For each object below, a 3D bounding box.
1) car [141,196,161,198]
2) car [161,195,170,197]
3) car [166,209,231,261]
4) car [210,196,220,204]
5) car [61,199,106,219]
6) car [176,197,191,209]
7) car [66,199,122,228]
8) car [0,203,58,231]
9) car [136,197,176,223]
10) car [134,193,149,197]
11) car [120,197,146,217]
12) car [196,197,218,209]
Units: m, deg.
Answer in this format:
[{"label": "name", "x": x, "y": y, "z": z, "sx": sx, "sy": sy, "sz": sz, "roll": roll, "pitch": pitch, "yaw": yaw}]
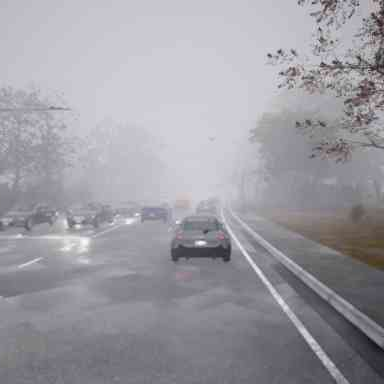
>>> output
[{"label": "car", "x": -5.282, "y": 1.545, "z": 40.347, "sx": 1.895, "sy": 1.301, "sz": 4.718, "roll": 0, "pitch": 0, "yaw": 5}, {"label": "car", "x": -4.288, "y": 1.283, "z": 50.563, "sx": 2.097, "sy": 1.767, "sz": 4.553, "roll": 0, "pitch": 0, "yaw": 5}, {"label": "car", "x": 0.331, "y": 1.548, "z": 12.280, "sx": 1.994, "sy": 1.385, "sz": 4.181, "roll": 0, "pitch": 0, "yaw": 2}, {"label": "car", "x": 4.083, "y": 1.398, "z": 61.085, "sx": 1.882, "sy": 1.535, "sz": 5.008, "roll": 0, "pitch": 0, "yaw": 7}, {"label": "car", "x": -9.580, "y": 1.447, "z": 29.868, "sx": 2.128, "sy": 1.511, "sz": 4.902, "roll": 0, "pitch": 0, "yaw": 4}, {"label": "car", "x": -1.222, "y": 1.418, "z": 44.636, "sx": 1.882, "sy": 1.535, "sz": 5.008, "roll": 0, "pitch": 0, "yaw": 5}, {"label": "car", "x": -6.512, "y": 1.459, "z": 21.895, "sx": 2.128, "sy": 1.511, "sz": 4.902, "roll": 0, "pitch": 0, "yaw": 3}, {"label": "car", "x": -10.072, "y": 1.460, "z": 20.654, "sx": 2.128, "sy": 1.511, "sz": 4.902, "roll": 0, "pitch": 0, "yaw": 3}, {"label": "car", "x": -2.633, "y": 1.442, "z": 25.554, "sx": 1.882, "sy": 1.535, "sz": 5.008, "roll": 0, "pitch": 0, "yaw": 3}, {"label": "car", "x": -7.812, "y": 1.151, "z": 50.493, "sx": 2.150, "sy": 2.045, "sz": 5.566, "roll": 0, "pitch": 0, "yaw": 5}, {"label": "car", "x": -5.994, "y": 1.461, "z": 31.181, "sx": 1.837, "sy": 1.490, "sz": 4.892, "roll": 0, "pitch": 0, "yaw": 4}, {"label": "car", "x": 1.516, "y": 1.517, "z": 35.408, "sx": 1.994, "sy": 1.385, "sz": 4.181, "roll": 0, "pitch": 0, "yaw": 4}]
